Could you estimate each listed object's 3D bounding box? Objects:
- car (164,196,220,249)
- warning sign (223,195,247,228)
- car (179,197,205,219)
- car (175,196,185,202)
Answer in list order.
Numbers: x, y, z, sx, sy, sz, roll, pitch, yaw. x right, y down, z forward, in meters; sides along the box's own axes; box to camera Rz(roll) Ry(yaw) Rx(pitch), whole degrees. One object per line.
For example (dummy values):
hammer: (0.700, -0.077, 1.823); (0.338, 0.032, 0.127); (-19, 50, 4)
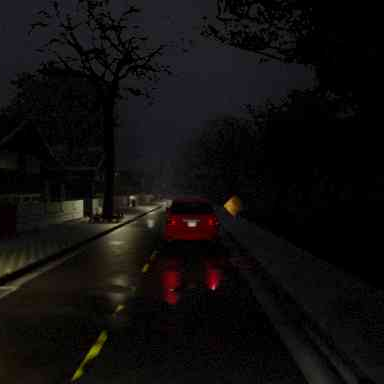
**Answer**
car: (0.000, 1.259, 14.681); (2.150, 2.045, 5.566); (0, 0, 0)
warning sign: (2.522, 1.116, 19.726); (1.300, 1.860, 1.060); (0, 0, 0)
car: (0.000, 1.372, 29.621); (2.097, 1.767, 4.553); (0, 0, 0)
car: (-2.750, 1.543, 75.956); (2.033, 1.411, 5.357); (0, 0, 0)
